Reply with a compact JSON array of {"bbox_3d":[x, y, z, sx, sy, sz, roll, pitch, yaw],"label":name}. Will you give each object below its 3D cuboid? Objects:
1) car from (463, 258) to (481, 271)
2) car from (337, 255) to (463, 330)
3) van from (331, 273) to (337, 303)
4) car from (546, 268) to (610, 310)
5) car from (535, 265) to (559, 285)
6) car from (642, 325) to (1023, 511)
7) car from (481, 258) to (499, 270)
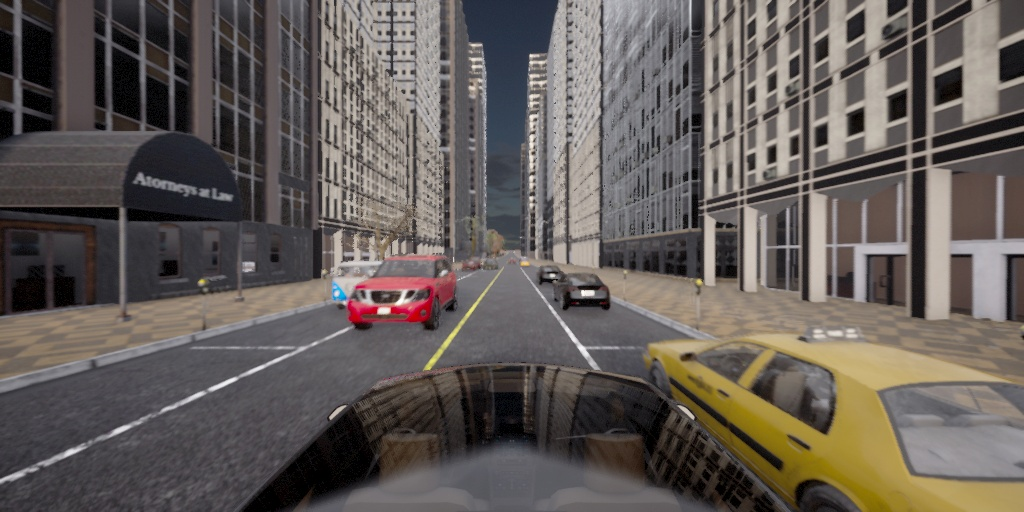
[{"bbox_3d":[-5.692,1.303,48.694,1.888,1.381,4.507,0,0,0],"label":"car"},{"bbox_3d":[-3.103,0.977,11.442,2.150,2.045,5.566,0,0,0],"label":"car"},{"bbox_3d":[-5.692,1.098,14.505,1.690,1.789,3.998,0,0,0],"label":"van"},{"bbox_3d":[2.689,1.323,14.501,1.948,1.339,4.313,0,0,0],"label":"car"},{"bbox_3d":[2.689,1.326,25.898,1.948,1.339,4.313,0,0,0],"label":"car"},{"bbox_3d":[2.690,1.276,3.274,1.751,1.417,4.829,0,0,0],"label":"car"},{"bbox_3d":[-3.071,1.110,51.948,2.097,1.767,4.553,0,0,0],"label":"car"}]
